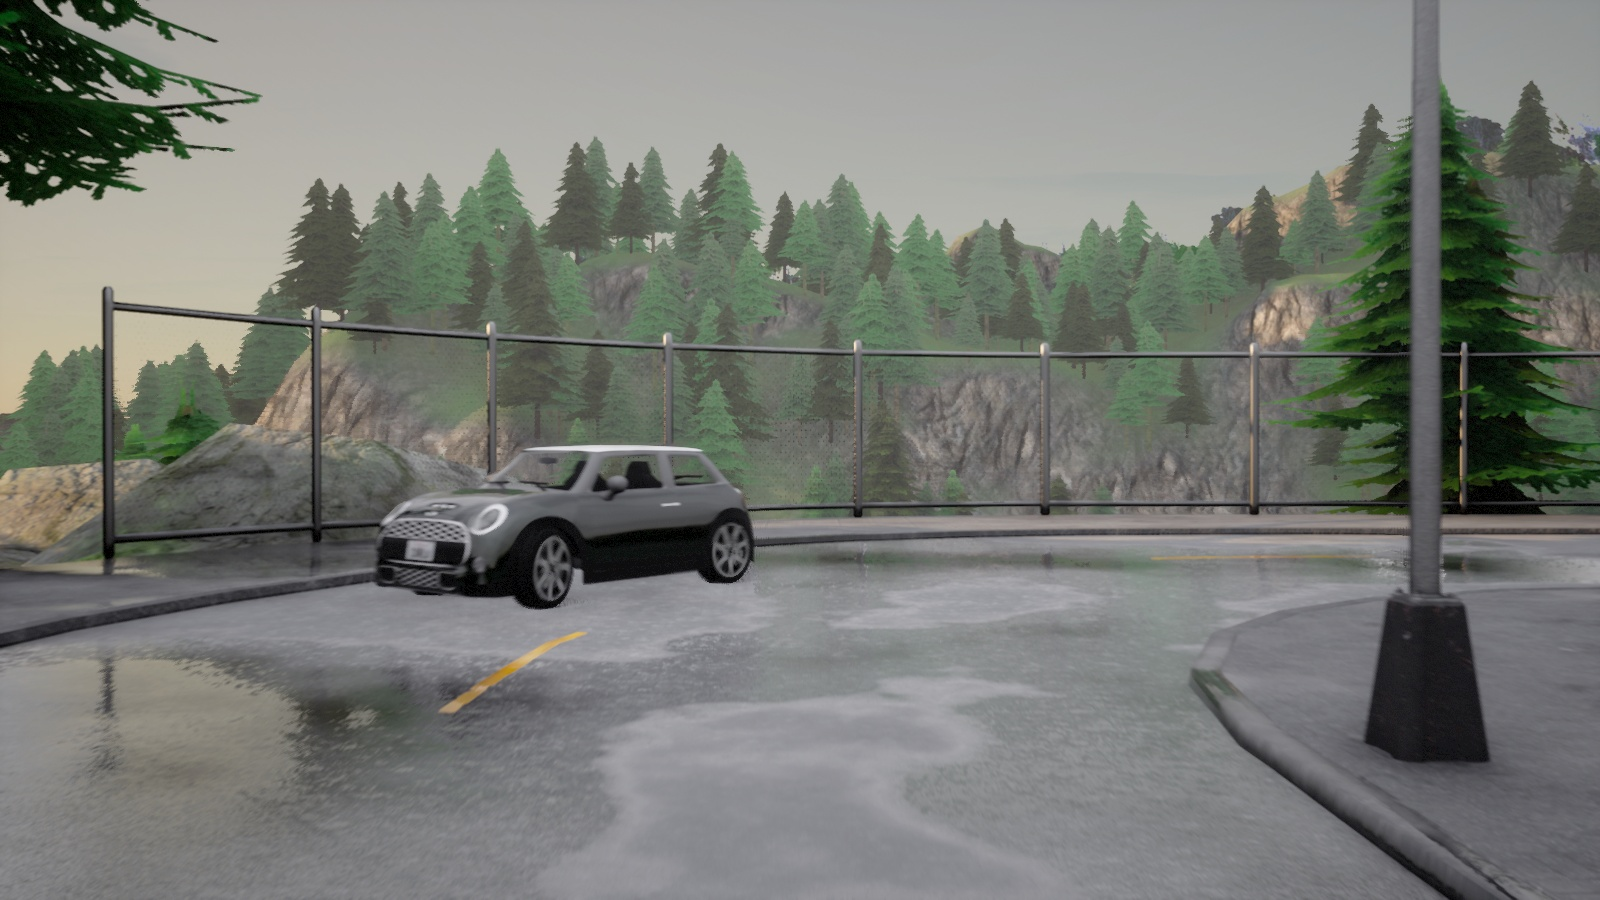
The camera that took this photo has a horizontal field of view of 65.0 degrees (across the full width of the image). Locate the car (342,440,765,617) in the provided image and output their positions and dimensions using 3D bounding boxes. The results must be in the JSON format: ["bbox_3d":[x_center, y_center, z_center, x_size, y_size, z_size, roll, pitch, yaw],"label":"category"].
[{"bbox_3d":[-2.312,0.641,12.559,1.970,1.475,3.806,0,0,37],"label":"car"}]
